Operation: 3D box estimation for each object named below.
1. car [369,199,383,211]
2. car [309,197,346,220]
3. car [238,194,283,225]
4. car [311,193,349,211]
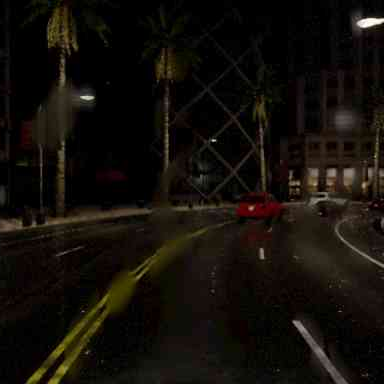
[{"bbox_3d":[21.476,1.409,36.708,4.181,1.385,1.994,0,0,-31],"label":"car"},{"bbox_3d":[10.769,1.413,26.694,1.812,1.442,4.674,0,0,33],"label":"car"},{"bbox_3d":[4.963,1.123,23.719,2.150,2.045,5.566,0,0,26],"label":"car"},{"bbox_3d":[15.185,1.068,36.766,5.566,2.045,2.150,-1,0,-40],"label":"car"}]
